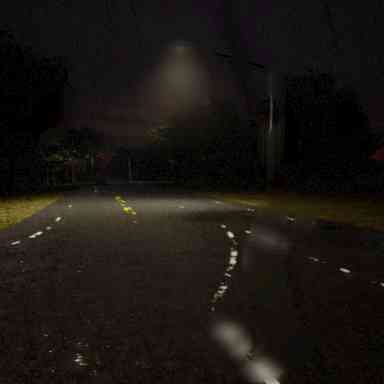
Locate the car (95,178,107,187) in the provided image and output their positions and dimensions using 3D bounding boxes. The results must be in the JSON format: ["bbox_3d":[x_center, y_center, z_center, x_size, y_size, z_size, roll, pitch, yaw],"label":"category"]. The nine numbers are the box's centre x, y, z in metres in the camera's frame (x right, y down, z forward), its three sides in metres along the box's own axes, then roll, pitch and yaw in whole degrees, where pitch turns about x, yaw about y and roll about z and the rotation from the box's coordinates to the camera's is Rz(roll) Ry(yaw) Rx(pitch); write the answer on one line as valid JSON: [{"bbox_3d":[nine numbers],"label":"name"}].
[{"bbox_3d":[-16.809,-1.753,61.554,1.837,1.490,4.892,-1,3,-10],"label":"car"}]
